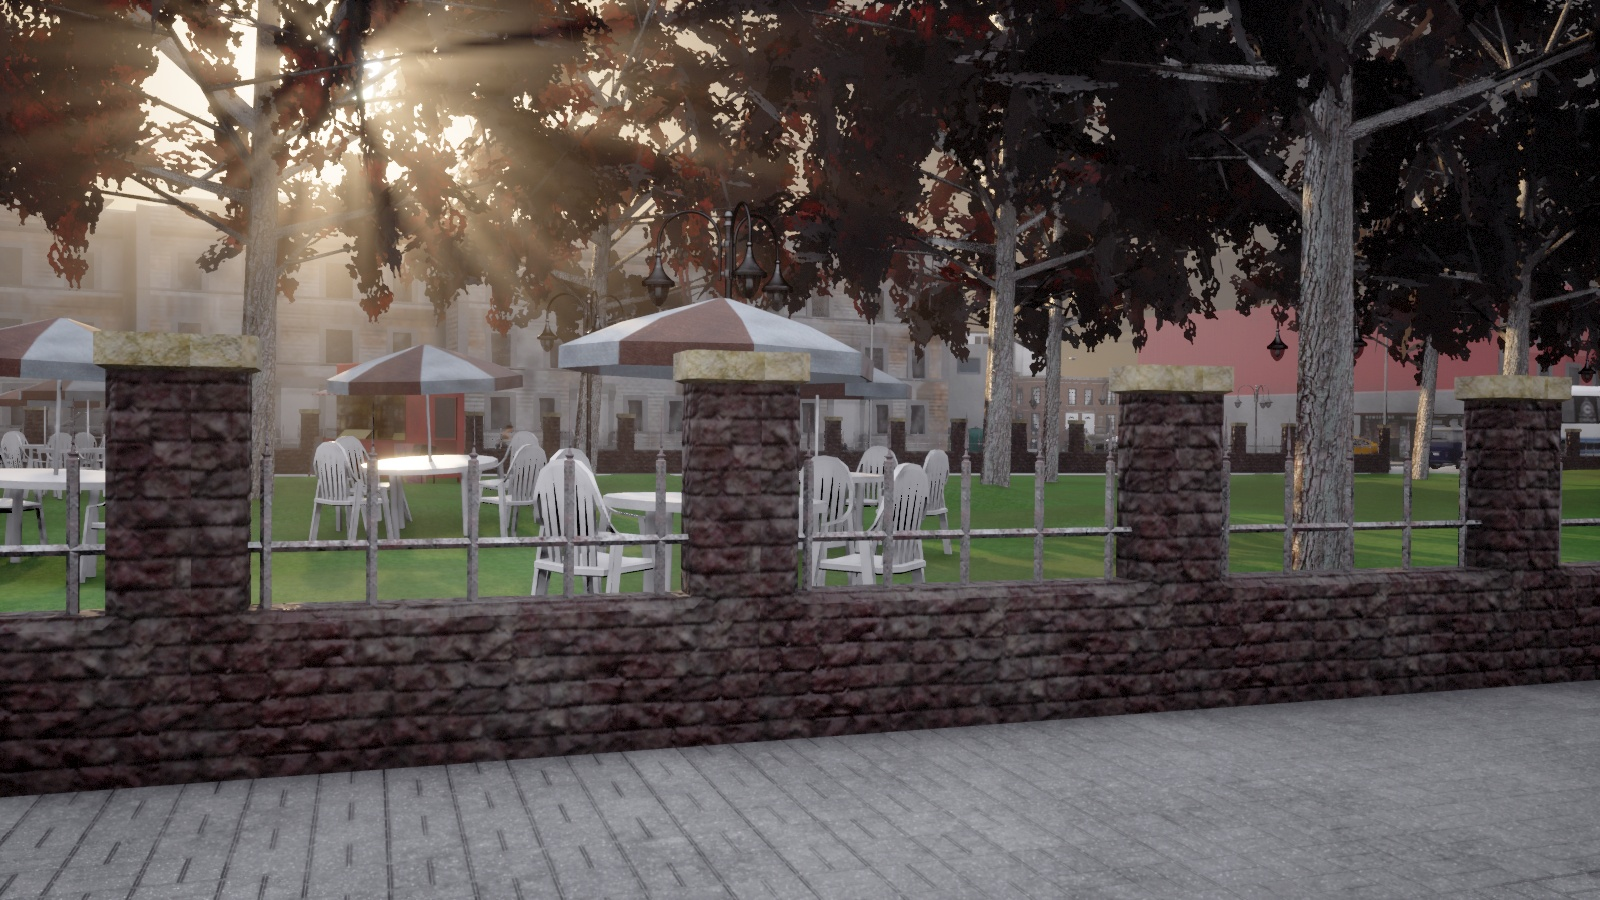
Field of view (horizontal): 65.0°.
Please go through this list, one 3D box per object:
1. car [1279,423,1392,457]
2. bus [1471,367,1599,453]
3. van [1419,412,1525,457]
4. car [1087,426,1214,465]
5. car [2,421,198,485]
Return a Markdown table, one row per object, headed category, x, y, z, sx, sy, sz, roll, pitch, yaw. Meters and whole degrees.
| category | x | y | z | sx | sy | sz | roll | pitch | yaw |
| --- | --- | --- | --- | --- | --- | --- | --- | --- | --- |
| car | 25.739 | -0.485 | 60.386 | 5.008 | 1.535 | 1.882 | -1 | 1 | -19 |
| bus | 40.571 | -2.082 | 65.459 | 10.273 | 4.253 | 3.944 | -1 | 1 | -19 |
| van | 31.002 | -0.727 | 57.961 | 4.442 | 1.987 | 1.775 | -1 | 1 | -19 |
| car | 14.594 | -0.206 | 52.329 | 4.892 | 1.490 | 1.837 | -1 | 1 | -19 |
| car | -23.964 | 0.072 | 43.261 | 5.566 | 2.045 | 2.150 | -1 | 1 | -19 |
